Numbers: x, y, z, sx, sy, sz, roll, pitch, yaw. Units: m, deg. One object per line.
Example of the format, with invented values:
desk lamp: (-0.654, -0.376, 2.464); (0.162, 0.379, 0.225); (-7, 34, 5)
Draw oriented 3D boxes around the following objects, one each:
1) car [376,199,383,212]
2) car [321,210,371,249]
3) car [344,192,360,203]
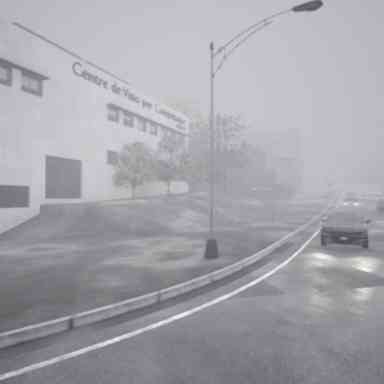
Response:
car: (22.085, 1.486, 37.694); (1.994, 1.385, 4.181); (-1, 1, 26)
car: (7.262, 1.630, 15.710); (1.882, 1.535, 5.008); (-1, -1, 27)
car: (25.316, 0.794, 52.704); (1.837, 1.490, 4.892); (-1, 4, 26)
